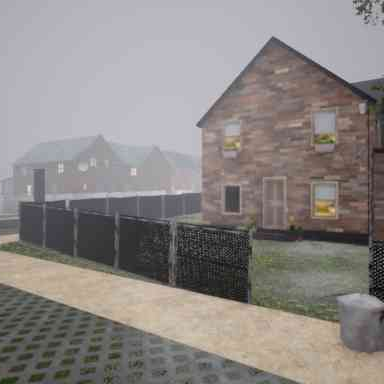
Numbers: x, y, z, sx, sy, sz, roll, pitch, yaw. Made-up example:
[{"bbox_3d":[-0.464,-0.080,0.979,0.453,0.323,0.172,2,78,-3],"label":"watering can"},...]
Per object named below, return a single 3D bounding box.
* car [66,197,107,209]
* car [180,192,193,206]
[{"bbox_3d":[-8.077,1.104,26.778,1.994,1.385,4.181,0,1,34],"label":"car"},{"bbox_3d":[-0.671,0.751,37.881,1.812,1.442,4.674,0,2,34],"label":"car"}]
